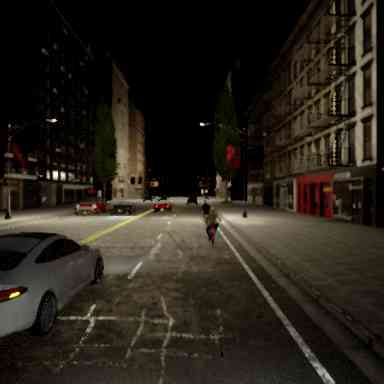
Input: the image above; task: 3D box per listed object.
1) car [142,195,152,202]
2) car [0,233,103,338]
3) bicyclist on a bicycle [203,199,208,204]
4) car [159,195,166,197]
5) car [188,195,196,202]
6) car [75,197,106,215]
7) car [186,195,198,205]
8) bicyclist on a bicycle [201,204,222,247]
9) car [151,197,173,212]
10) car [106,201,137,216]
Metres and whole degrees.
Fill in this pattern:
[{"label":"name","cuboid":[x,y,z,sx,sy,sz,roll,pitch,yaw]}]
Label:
[{"label":"car","cuboid":[-9.787,1.446,73.834,1.812,1.442,4.674,0,0,0]},{"label":"car","cuboid":[-3.152,1.524,6.524,1.812,1.442,4.674,0,0,0]},{"label":"bicyclist on a bicycle","cuboid":[0.882,1.361,22.104,0.659,1.776,1.843,0,0,0]},{"label":"car","cuboid":[-6.537,1.461,73.835,2.033,1.411,5.357,0,0,0]},{"label":"car","cuboid":[-0.039,1.468,78.265,1.812,1.442,4.674,0,0,0]},{"label":"car","cuboid":[-9.858,1.336,32.850,2.097,1.767,4.553,0,0,0]},{"label":"car","cuboid":[0.033,1.470,57.979,1.837,1.490,4.892,0,1,0]},{"label":"bicyclist on a bicycle","cuboid":[0.855,1.432,13.980,0.866,1.612,1.509,0,0,0]},{"label":"car","cuboid":[-3.168,1.581,37.766,1.895,1.301,4.718,0,0,0]},{"label":"car","cuboid":[-6.607,1.548,32.407,1.994,1.385,4.181,0,0,0]}]
